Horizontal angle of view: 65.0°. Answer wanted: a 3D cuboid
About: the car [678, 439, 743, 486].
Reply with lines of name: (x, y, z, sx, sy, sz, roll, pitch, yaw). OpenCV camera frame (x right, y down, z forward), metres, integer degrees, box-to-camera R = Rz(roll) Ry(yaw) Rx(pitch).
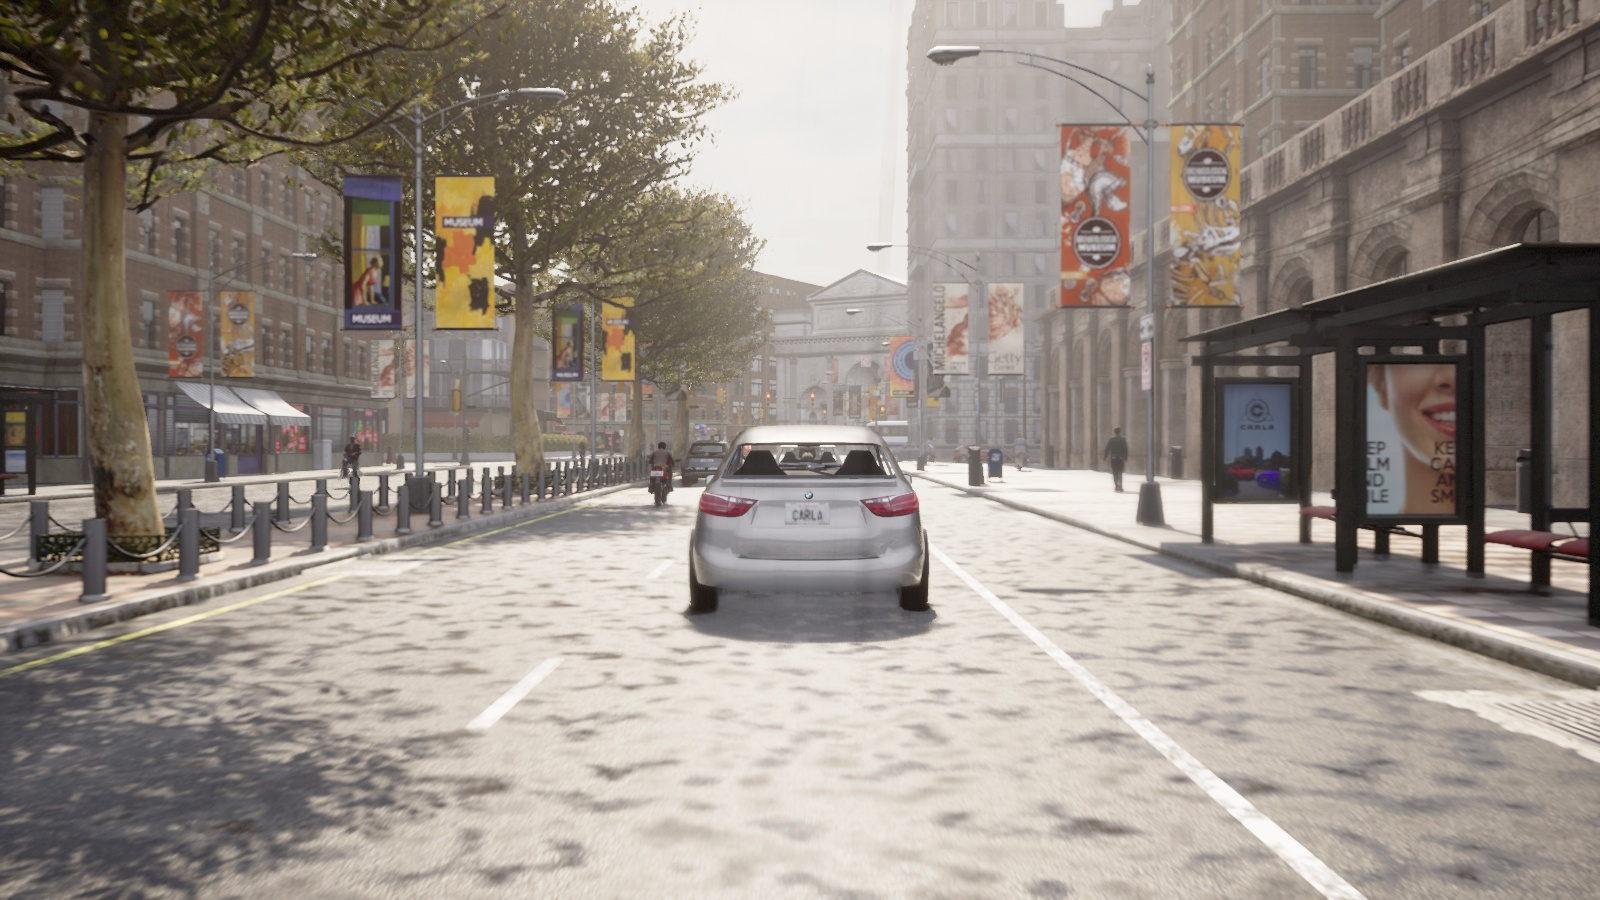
car: (-3.223, 0.414, 46.037, 2.033, 1.649, 4.856, 0, 0, 0)

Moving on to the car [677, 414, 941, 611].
car: (0.089, 0.518, 12.973, 2.242, 1.667, 4.611, 0, 0, 0)

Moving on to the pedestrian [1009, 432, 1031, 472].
pedestrian: (10.378, 0.077, 59.303, 0.874, 1.855, 0.900, 0, 0, 0)

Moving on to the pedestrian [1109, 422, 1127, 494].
pedestrian: (8.704, 0.217, 34.348, 0.423, 1.949, 0.788, 0, 0, 10)

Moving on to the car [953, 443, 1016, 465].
car: (12.992, 0.271, 88.668, 4.193, 1.474, 1.816, 0, 0, 0)

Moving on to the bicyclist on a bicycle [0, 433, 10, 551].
bicyclist on a bicycle: (-11.385, 0.580, 16.642, 0.866, 1.612, 1.509, 0, 0, 1)

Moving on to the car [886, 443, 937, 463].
car: (8.564, 0.223, 96.585, 3.633, 1.501, 1.845, 0, 1, 16)

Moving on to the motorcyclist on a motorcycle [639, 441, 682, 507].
motorcyclist on a motorcycle: (-3.314, 0.556, 30.062, 0.797, 1.523, 2.044, 0, 0, 0)
